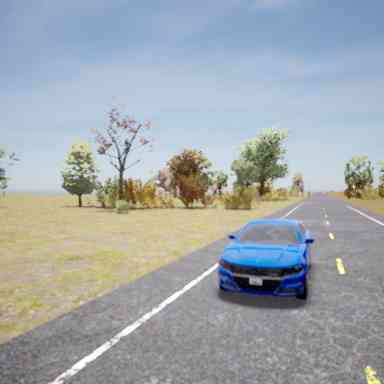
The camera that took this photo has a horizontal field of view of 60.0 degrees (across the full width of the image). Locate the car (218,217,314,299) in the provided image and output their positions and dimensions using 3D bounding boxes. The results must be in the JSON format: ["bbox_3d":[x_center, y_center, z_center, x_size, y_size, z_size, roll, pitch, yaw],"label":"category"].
[{"bbox_3d":[2.141,1.476,8.821,1.882,1.535,5.008,0,0,21],"label":"car"}]
